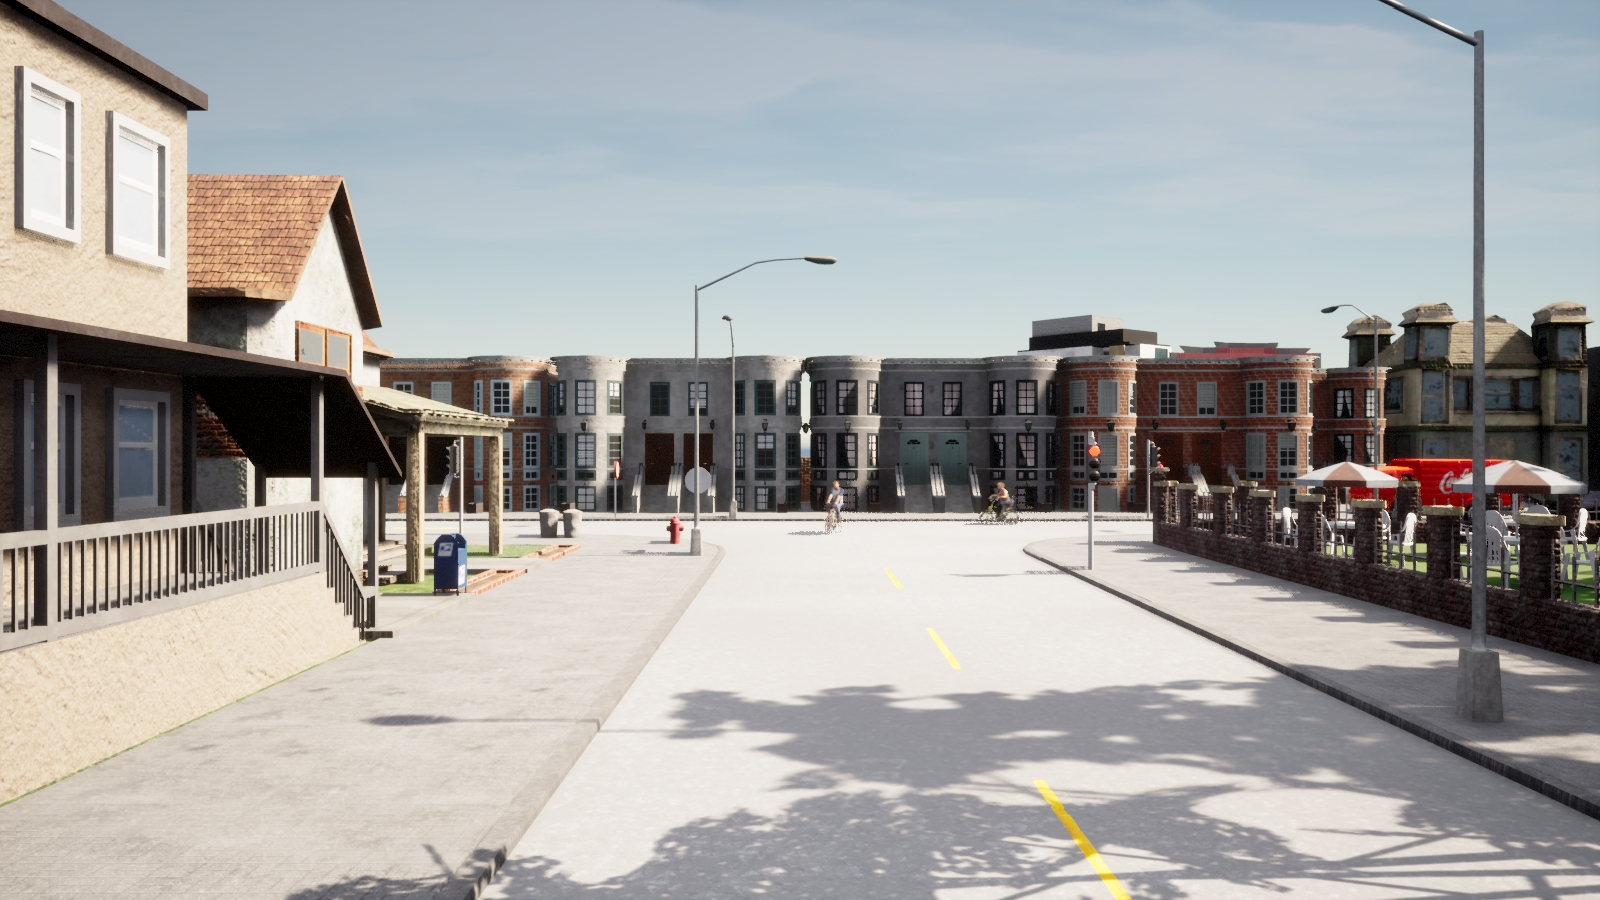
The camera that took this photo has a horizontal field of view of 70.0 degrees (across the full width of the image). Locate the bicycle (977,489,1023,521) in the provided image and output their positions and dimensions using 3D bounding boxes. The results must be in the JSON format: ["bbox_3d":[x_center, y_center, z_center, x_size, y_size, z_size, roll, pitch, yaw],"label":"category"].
[{"bbox_3d":[7.421,2.037,42.482,1.487,1.080,0.859,-1,0,-8],"label":"bicycle"}]

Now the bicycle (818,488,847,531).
[{"bbox_3d":[1.074,1.936,37.614,0.373,1.296,1.643,3,2,21],"label":"bicycle"}]

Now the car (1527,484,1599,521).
[{"bbox_3d":[30.170,1.935,42.745,4.718,1.301,1.895,0,0,0],"label":"car"}]

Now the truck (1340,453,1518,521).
[{"bbox_3d":[23.419,1.345,42.737,5.204,2.467,2.627,0,0,0],"label":"truck"}]

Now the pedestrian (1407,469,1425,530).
[{"bbox_3d":[19.035,1.518,35.310,0.375,1.860,0.375,0,0,12],"label":"pedestrian"}]
